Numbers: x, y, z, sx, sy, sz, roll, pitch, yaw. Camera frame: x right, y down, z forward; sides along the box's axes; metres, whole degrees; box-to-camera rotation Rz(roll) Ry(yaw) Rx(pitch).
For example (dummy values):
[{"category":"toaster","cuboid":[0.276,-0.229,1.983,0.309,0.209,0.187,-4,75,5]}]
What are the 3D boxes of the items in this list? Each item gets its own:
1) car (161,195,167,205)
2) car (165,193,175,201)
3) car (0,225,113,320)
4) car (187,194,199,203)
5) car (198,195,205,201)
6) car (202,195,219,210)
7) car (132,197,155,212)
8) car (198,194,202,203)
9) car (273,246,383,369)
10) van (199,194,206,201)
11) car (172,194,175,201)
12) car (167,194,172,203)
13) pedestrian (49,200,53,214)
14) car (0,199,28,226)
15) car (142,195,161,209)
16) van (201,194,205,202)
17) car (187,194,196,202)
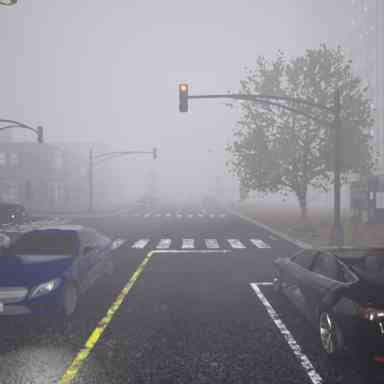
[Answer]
[{"category":"car","cuboid":[-5.765,1.555,54.861,2.008,1.369,4.403,0,0,0]},{"category":"car","cuboid":[-5.813,1.324,88.167,2.192,1.841,5.009,0,0,0]},{"category":"car","cuboid":[-3.046,1.526,7.460,1.812,1.442,4.674,0,0,0]},{"category":"car","cuboid":[-0.008,1.570,69.511,1.994,1.385,4.181,0,0,0]},{"category":"car","cuboid":[2.567,1.534,88.352,1.752,1.417,4.829,0,0,0]},{"category":"car","cuboid":[2.631,1.528,43.943,1.752,1.417,4.829,0,0,0]},{"category":"car","cuboid":[-5.741,1.584,38.208,1.802,1.307,4.206,0,0,0]},{"category":"car","cuboid":[2.607,1.556,60.427,2.008,1.369,4.403,0,0,0]},{"category":"car","cuboid":[2.687,1.566,5.744,1.947,1.339,4.313,0,0,0]},{"category":"van","cuboid":[2.576,1.349,82.631,1.690,1.788,3.998,0,0,0]},{"category":"car","cuboid":[-5.806,1.559,82.616,2.008,1.369,4.403,0,0,0]},{"category":"car","cuboid":[-5.789,1.532,71.344,1.752,1.417,4.829,0,0,0]},{"category":"pedestrian","cuboid":[-12.792,1.319,30.201,0.375,1.300,0.375,0,-1,-1]},{"category":"car","cuboid":[-13.750,1.063,21.602,5.566,2.045,2.150,1,0,-4]},{"category":"car","cuboid":[-5.748,1.318,43.759,2.192,1.841,5.009,0,0,0]},{"category":"van","cuboid":[2.624,1.345,49.325,1.690,1.788,3.998,0,0,0]},{"category":"car","cuboid":[-0.113,1.363,79.430,2.097,1.767,4.553,0,0,0]}]
